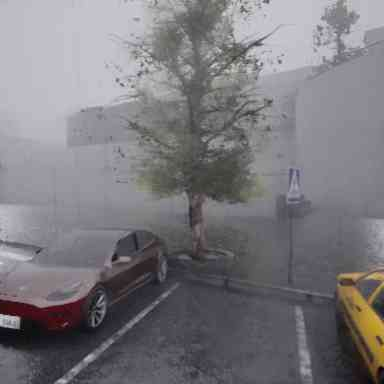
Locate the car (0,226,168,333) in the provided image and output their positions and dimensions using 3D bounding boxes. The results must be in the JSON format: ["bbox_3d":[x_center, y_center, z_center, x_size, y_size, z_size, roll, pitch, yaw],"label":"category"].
[{"bbox_3d":[-2.036,1.551,7.216,2.163,1.488,4.792,1,-1,15],"label":"car"}]

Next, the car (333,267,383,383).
[{"bbox_3d":[2.903,1.524,3.940,1.946,1.575,5.366,0,-1,15],"label":"car"}]
